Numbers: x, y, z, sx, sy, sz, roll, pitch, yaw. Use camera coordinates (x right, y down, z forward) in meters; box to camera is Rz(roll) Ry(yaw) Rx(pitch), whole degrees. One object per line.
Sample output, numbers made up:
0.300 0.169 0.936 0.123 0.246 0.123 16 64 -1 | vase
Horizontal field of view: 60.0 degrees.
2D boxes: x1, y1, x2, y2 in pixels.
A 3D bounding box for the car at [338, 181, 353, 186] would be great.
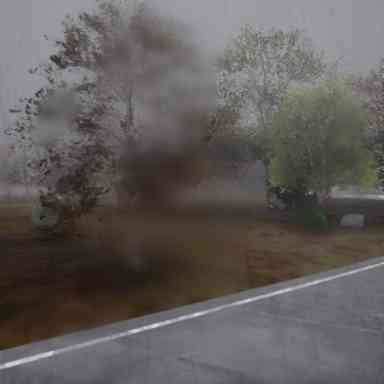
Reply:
36.696 -2.042 79.146 4.902 1.511 2.128 -5 3 -26 | car
